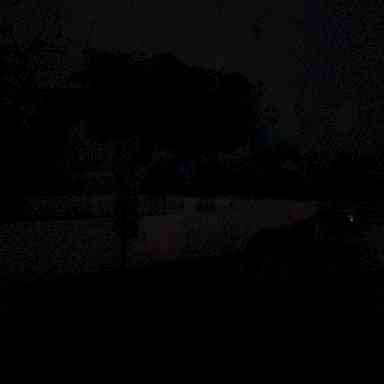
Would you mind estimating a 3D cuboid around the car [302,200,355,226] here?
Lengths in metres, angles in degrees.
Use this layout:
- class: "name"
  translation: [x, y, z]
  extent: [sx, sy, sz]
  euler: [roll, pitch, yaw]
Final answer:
- class: "car"
  translation: [7.854, 1.315, 21.338]
  extent: [2.128, 1.511, 4.902]
  euler: [2, 0, -36]

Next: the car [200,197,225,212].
- class: "car"
  translation: [1.290, 1.195, 30.299]
  extent: [1.812, 1.442, 4.674]
  euler: [2, 0, -36]
